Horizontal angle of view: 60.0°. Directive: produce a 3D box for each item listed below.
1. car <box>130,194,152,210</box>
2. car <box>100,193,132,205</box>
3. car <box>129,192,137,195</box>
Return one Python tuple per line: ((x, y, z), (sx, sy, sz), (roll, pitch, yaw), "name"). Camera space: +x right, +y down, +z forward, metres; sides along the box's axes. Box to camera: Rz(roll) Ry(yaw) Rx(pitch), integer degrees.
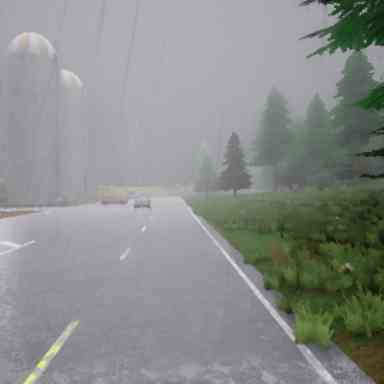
((-5.773, 1.302, 39.228), (1.812, 1.442, 4.674), (-1, 0, -3), "car")
((-11.949, 1.303, 51.309), (4.181, 1.381, 1.994), (-1, 0, -4), "car")
((-14.326, 1.024, 84.235), (3.988, 1.617, 1.851), (-1, 0, -4), "car")
